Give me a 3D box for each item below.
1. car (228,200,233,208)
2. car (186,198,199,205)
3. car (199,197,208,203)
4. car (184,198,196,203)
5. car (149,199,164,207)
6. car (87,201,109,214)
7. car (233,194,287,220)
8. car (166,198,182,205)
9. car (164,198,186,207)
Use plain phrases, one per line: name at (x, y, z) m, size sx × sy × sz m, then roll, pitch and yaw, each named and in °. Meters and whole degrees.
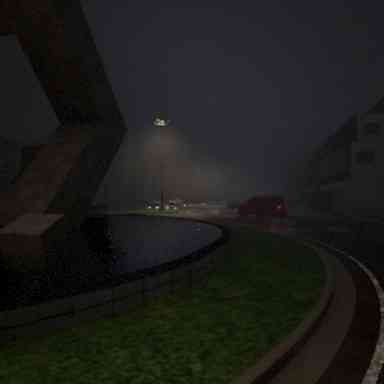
car at (6.784, 1.875, 52.689) m, size 1.895 × 1.301 × 4.718 m, roll -1°, pitch 0°, yaw 12°
car at (-0.482, 2.040, 73.021) m, size 1.994 × 1.385 × 4.181 m, roll -1°, pitch 0°, yaw 13°
car at (2.925, 2.064, 87.591) m, size 1.812 × 1.442 × 4.674 m, roll -1°, pitch 0°, yaw 13°
car at (-0.510, 2.179, 88.269) m, size 1.895 × 1.301 × 4.718 m, roll -1°, pitch 0°, yaw 13°
car at (-6.522, 2.012, 62.702) m, size 1.812 × 1.442 × 4.674 m, roll -1°, pitch -1°, yaw 14°
car at (-12.188, 1.892, 39.877) m, size 2.128 × 1.511 × 4.902 m, roll -1°, pitch 0°, yaw 35°
car at (6.226, 1.356, 29.915) m, size 2.150 × 2.045 × 5.566 m, roll -1°, pitch 0°, yaw -21°
car at (-3.941, 2.055, 73.602) m, size 2.128 × 1.511 × 4.902 m, roll -1°, pitch 0°, yaw 13°
car at (-3.093, 1.922, 62.010) m, size 1.882 × 1.535 × 5.008 m, roll -1°, pitch -1°, yaw 14°
